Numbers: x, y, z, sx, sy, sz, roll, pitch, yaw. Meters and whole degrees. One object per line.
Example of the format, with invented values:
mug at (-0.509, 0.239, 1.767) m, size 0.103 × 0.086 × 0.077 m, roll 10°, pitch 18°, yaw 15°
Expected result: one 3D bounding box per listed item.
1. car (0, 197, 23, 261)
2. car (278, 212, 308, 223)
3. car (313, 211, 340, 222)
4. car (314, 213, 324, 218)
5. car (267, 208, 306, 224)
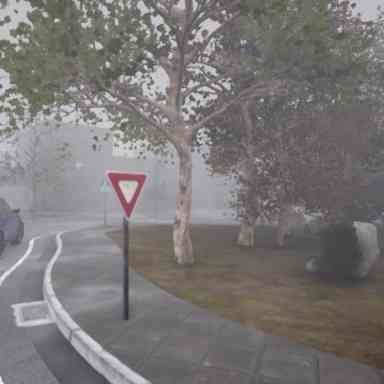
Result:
car at (-7.536, 1.162, 11.703) m, size 2.150 × 2.045 × 5.566 m, roll 0°, pitch 1°, yaw -18°
car at (14.555, 3.604, 47.711) m, size 4.674 × 1.442 × 1.812 m, roll 4°, pitch -3°, yaw -41°
car at (22.069, 3.999, 54.457) m, size 4.902 × 1.511 × 2.128 m, roll 3°, pitch -2°, yaw -42°
car at (19.230, 3.767, 47.623) m, size 4.892 × 1.490 × 1.837 m, roll 3°, pitch -2°, yaw -41°
car at (11.359, 2.855, 40.572) m, size 5.566 × 2.045 × 2.150 m, roll 5°, pitch -3°, yaw -41°
